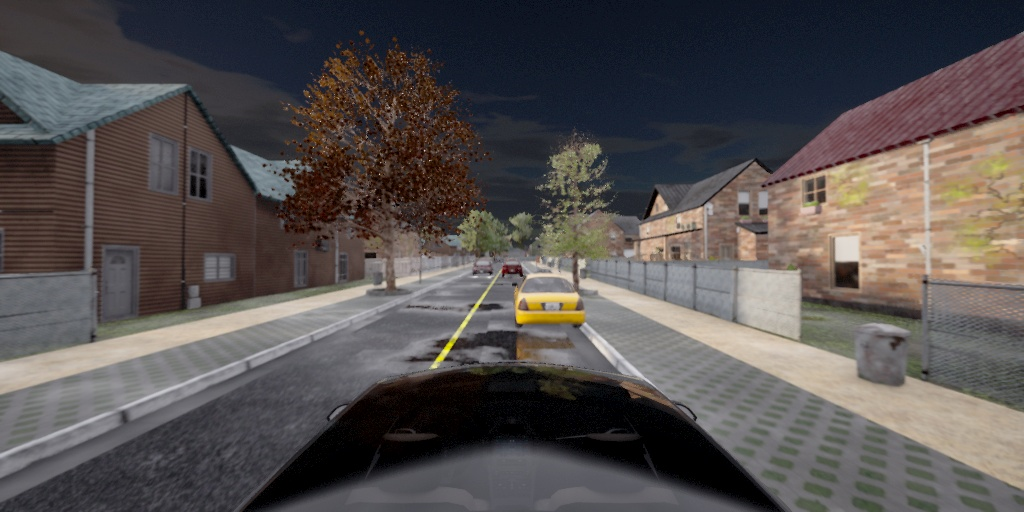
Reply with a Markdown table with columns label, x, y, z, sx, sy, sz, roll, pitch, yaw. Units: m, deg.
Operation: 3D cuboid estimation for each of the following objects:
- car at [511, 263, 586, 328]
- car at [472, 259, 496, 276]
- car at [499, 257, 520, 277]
| label | x | y | z | sx | sy | sz | roll | pitch | yaw |
| --- | --- | --- | --- | --- | --- | --- | --- | --- | --- |
| car | 0.959 | 1.168 | 11.120 | 1.801 | 1.575 | 5.366 | 0 | 0 | 0 |
| car | -2.846 | 1.146 | 35.624 | 1.812 | 1.442 | 4.674 | 0 | 0 | 0 |
| car | 0.033 | 1.103 | 34.191 | 1.882 | 1.535 | 5.008 | 0 | 0 | 1 |
